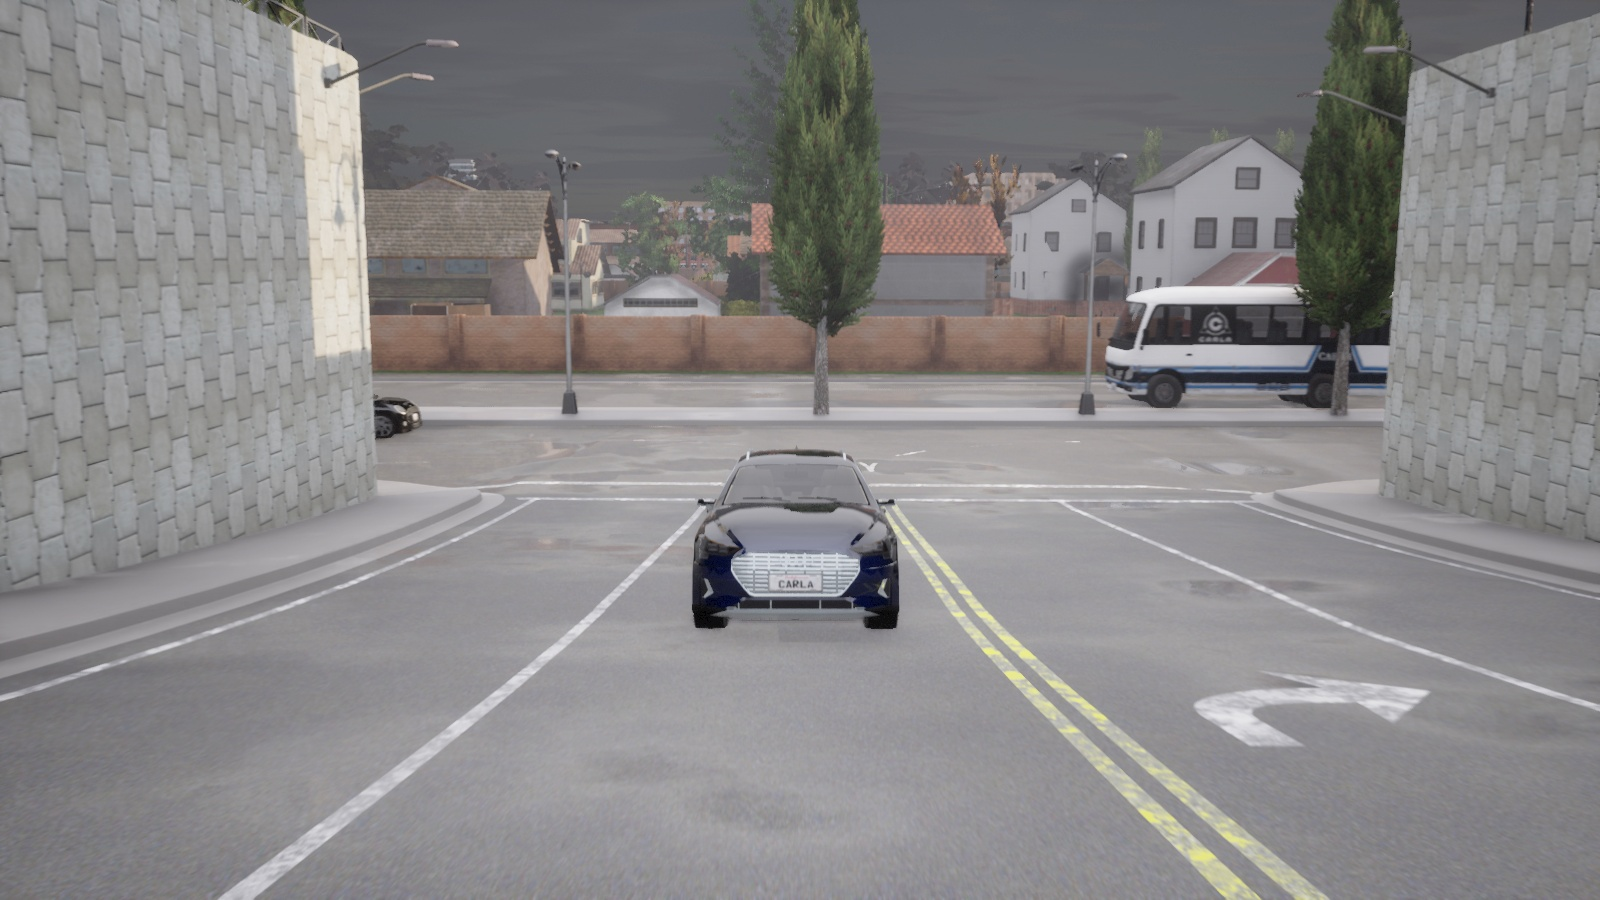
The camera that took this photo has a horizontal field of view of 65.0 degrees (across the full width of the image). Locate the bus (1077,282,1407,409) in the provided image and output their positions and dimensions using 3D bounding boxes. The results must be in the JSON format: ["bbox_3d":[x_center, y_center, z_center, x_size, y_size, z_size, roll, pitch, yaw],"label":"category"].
[{"bbox_3d":[15.595,-3.837,45.137,10.273,4.253,3.944,0,9,-1],"label":"bus"}]

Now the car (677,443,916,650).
[{"bbox_3d":[-0.031,0.816,13.189,2.033,1.649,4.856,0,2,0],"label":"car"}]

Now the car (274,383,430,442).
[{"bbox_3d":[-13.062,-1.107,36.779,3.806,1.475,1.970,0,9,-1],"label":"car"}]
